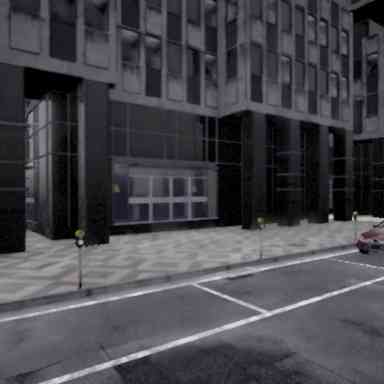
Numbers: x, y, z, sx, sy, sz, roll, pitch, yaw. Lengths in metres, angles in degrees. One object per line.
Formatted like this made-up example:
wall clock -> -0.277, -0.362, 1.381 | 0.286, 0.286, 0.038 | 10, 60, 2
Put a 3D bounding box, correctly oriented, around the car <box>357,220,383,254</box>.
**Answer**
car -> 7.771, 1.565, 12.197 | 4.206, 1.307, 1.802 | 0, 0, -36
